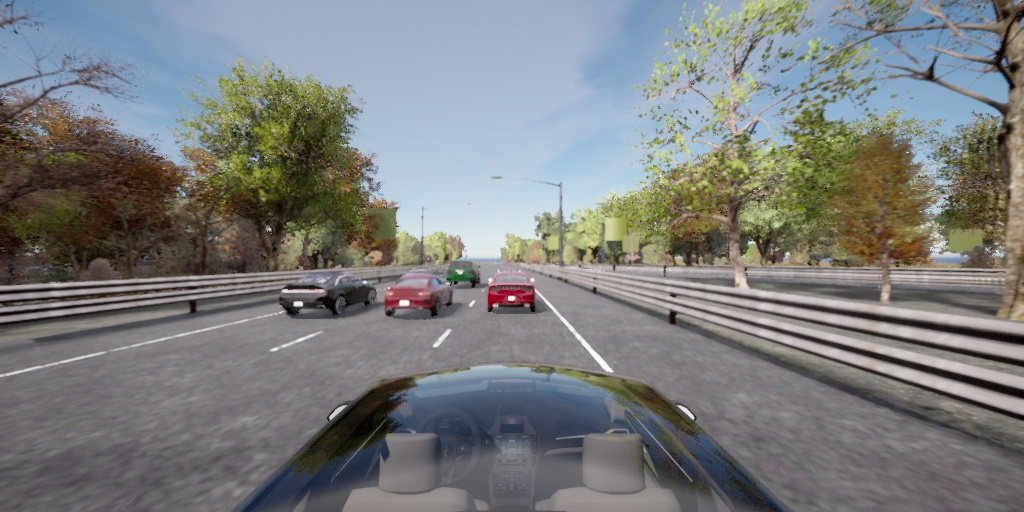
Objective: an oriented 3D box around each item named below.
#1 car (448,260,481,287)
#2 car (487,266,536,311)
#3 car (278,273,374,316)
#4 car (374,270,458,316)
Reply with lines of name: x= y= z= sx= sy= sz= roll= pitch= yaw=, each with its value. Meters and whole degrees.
car: x=-3.717 y=1.319 z=28.156 sx=2.150 sy=2.045 sz=5.566 roll=0 pitch=-1 yaw=-1
car: x=-0.022 y=1.404 z=15.532 sx=1.882 sy=1.535 sz=5.008 roll=0 pitch=0 yaw=0
car: x=-7.019 y=1.403 z=14.207 sx=2.128 sy=1.511 sz=4.902 roll=0 pitch=-1 yaw=0
car: x=-3.520 y=1.436 z=14.074 sx=1.812 sy=1.442 sz=4.674 roll=0 pitch=-1 yaw=0
